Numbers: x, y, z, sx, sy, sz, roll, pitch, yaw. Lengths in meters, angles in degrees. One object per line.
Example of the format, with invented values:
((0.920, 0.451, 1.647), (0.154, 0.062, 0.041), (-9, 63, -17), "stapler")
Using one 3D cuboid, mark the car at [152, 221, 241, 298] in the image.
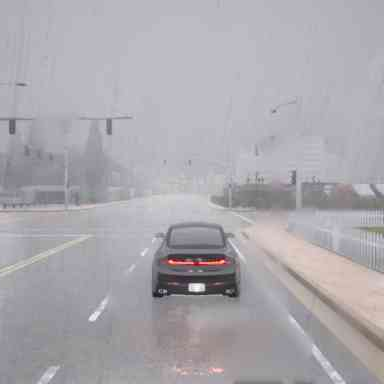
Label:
((0.083, 1.504, 8.519), (1.837, 1.490, 4.892), (0, 0, 0), "car")
